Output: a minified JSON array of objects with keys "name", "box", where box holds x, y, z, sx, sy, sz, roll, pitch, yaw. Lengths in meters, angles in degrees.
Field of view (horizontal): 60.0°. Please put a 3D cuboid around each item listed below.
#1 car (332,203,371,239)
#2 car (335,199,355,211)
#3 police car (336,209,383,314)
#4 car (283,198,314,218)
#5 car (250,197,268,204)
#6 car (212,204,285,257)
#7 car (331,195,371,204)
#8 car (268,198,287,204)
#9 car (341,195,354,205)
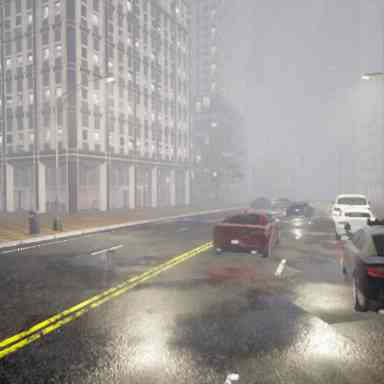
[{"name":"car","box":[8.043,1.507,16.384,1.812,1.442,4.674,0,0,23]},{"name":"car","box":[18.802,1.545,40.749,1.895,1.301,4.718,0,0,28]},{"name":"police car","box":[4.486,1.417,7.420,1.930,1.638,5.238,0,0,20]},{"name":"car","box":[9.828,1.516,30.067,1.994,1.385,4.181,0,0,26]},{"name":"car","box":[8.956,1.384,43.177,1.882,1.535,5.008,0,0,28]},{"name":"car","box":[2.291,1.457,13.018,1.882,1.535,5.008,0,0,21]},{"name":"car","box":[10.396,1.199,21.775,2.150,2.045,5.566,0,0,24]},{"name":"car","box":[10.973,1.449,40.021,1.812,1.442,4.674,0,0,28]},{"name":"car","box":[26.167,1.386,56.094,1.882,1.535,5.008,0,0,23]}]
